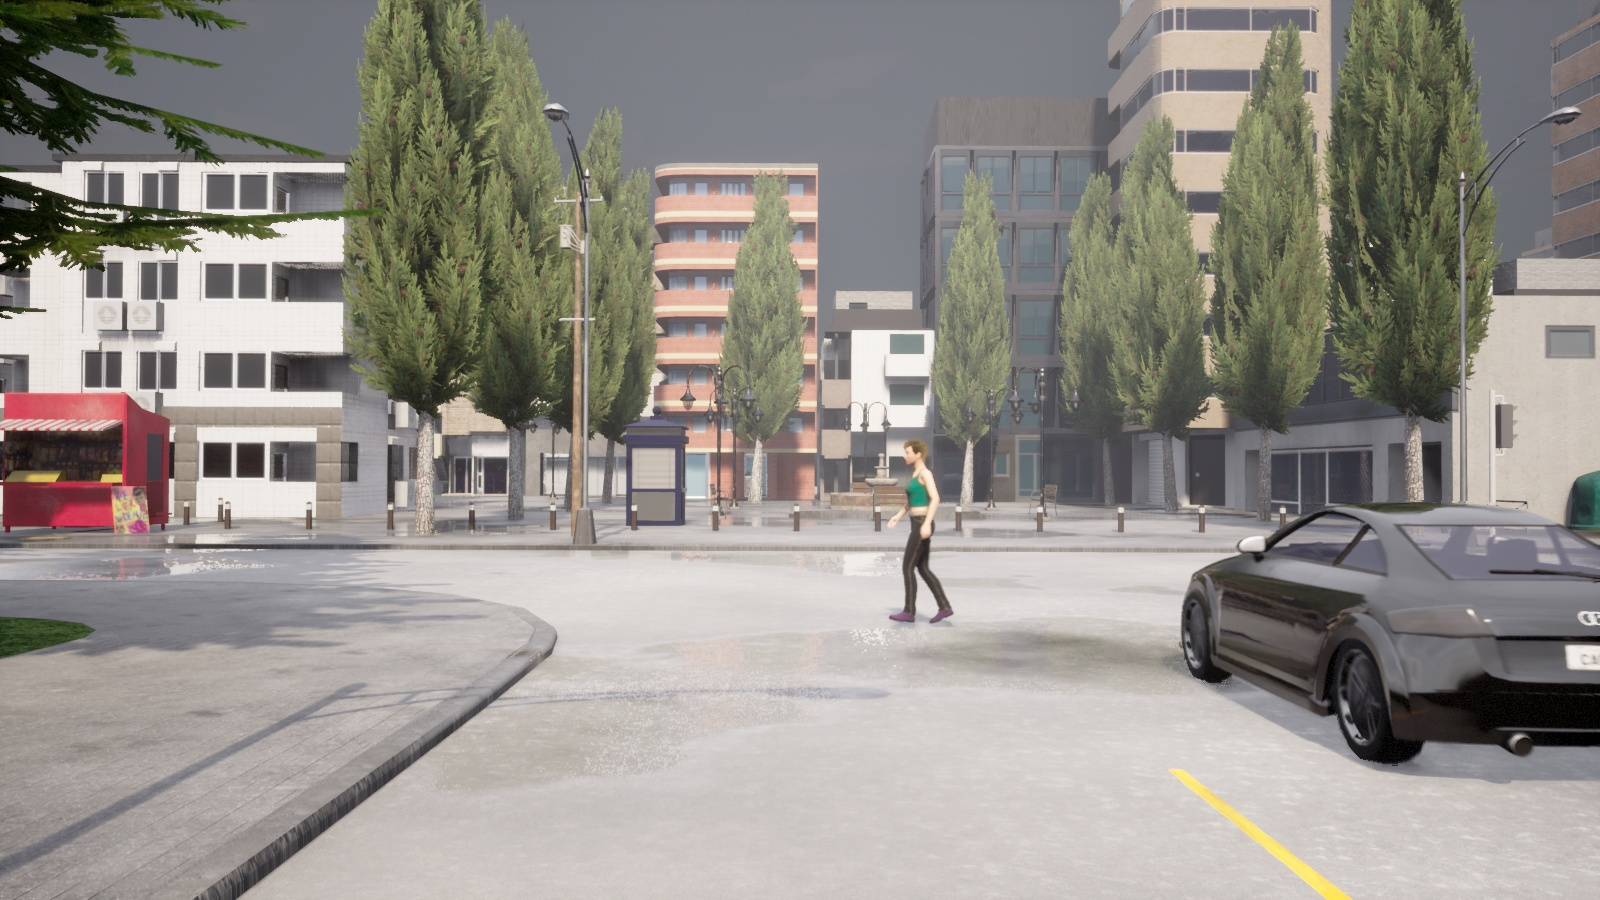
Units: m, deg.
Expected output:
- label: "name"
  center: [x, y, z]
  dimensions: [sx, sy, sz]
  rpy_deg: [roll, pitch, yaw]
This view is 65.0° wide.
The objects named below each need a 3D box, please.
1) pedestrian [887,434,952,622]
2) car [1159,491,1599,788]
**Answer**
- label: "pedestrian"
  center: [1.183, 0.770, 12.479]
  dimensions: [0.594, 1.836, 0.345]
  rpy_deg: [0, -1, 0]
- label: "car"
  center: [3.971, 1.001, 8.281]
  dimensions: [1.994, 1.385, 4.181]
  rpy_deg: [0, -1, 0]
